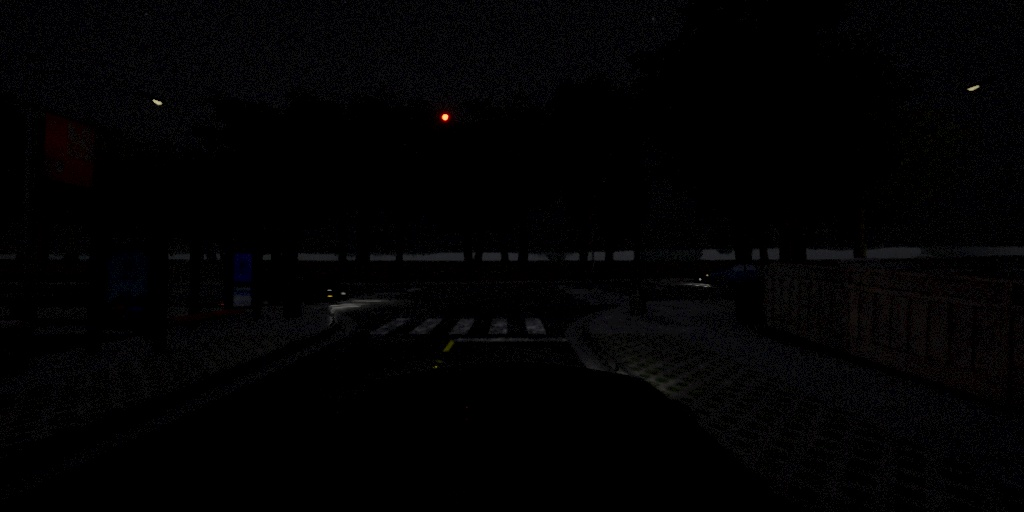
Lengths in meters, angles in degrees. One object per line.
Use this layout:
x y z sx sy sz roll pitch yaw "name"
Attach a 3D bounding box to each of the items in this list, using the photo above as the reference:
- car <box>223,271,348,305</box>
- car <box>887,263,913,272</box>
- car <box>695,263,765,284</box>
-9.848 1.398 15.792 4.892 1.490 1.837 0 -2 0 "car"
23.482 0.955 22.580 4.902 1.511 2.128 -1 -2 0 "car"
16.171 1.234 25.786 5.357 1.411 2.033 -1 -2 0 "car"
